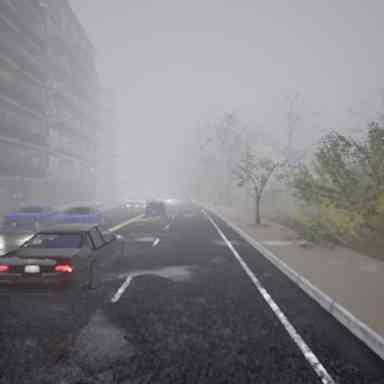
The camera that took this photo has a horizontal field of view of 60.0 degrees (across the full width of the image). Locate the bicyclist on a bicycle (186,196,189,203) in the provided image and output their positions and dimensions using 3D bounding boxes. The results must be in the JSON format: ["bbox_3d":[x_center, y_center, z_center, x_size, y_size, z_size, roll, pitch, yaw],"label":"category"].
[{"bbox_3d":[-1.081,1.639,75.025,0.582,1.620,1.656,0,0,-4],"label":"bicyclist on a bicycle"}]

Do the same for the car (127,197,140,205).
[{"bbox_3d":[-10.923,1.690,62.165,1.812,1.442,4.674,0,0,-3],"label":"car"}]

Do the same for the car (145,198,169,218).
[{"bbox_3d":[-3.225,1.560,30.909,1.882,1.535,5.008,0,0,-1],"label":"car"}]

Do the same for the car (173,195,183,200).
[{"bbox_3d":[-3.633,1.700,93.917,1.895,1.301,4.718,0,0,-6],"label":"car"}]

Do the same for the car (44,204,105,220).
[{"bbox_3d":[-6.612,1.530,19.770,1.882,1.535,5.008,0,0,0],"label":"car"}]

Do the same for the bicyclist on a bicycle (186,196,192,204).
[{"bbox_3d":[-0.463,1.603,65.966,0.866,1.612,1.509,0,0,-4],"label":"bicyclist on a bicycle"}]

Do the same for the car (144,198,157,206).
[{"bbox_3d":[-7.583,1.760,60.867,1.895,1.301,4.718,0,0,-3],"label":"car"}]

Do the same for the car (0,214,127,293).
[{"bbox_3d":[-3.154,1.571,9.070,2.033,1.411,5.357,0,0,0],"label":"car"}]

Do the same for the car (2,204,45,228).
[{"bbox_3d":[-9.863,1.533,20.902,1.882,1.535,5.008,0,0,0],"label":"car"}]
